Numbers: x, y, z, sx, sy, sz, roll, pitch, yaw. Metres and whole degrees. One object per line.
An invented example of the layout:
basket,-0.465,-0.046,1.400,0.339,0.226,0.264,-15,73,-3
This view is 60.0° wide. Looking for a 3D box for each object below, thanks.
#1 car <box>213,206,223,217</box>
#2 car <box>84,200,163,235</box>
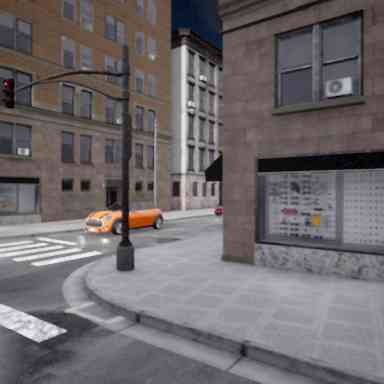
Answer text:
car,3.781,1.476,28.913,1.895,1.301,4.718,0,0,35
car,-3.661,1.283,18.422,2.097,1.767,4.553,0,0,35
